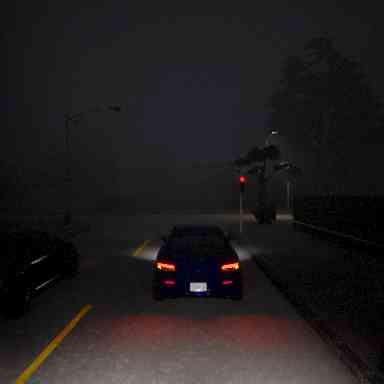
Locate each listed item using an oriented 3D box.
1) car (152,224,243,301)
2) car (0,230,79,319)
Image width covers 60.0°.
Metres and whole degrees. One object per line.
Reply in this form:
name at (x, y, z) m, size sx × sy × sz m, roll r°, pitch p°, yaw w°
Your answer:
car at (0.120, 1.526, 8.214) m, size 1.812 × 1.442 × 4.674 m, roll 0°, pitch 0°, yaw 0°
car at (-4.029, 1.564, 7.242) m, size 1.994 × 1.385 × 4.181 m, roll 0°, pitch 0°, yaw 1°
